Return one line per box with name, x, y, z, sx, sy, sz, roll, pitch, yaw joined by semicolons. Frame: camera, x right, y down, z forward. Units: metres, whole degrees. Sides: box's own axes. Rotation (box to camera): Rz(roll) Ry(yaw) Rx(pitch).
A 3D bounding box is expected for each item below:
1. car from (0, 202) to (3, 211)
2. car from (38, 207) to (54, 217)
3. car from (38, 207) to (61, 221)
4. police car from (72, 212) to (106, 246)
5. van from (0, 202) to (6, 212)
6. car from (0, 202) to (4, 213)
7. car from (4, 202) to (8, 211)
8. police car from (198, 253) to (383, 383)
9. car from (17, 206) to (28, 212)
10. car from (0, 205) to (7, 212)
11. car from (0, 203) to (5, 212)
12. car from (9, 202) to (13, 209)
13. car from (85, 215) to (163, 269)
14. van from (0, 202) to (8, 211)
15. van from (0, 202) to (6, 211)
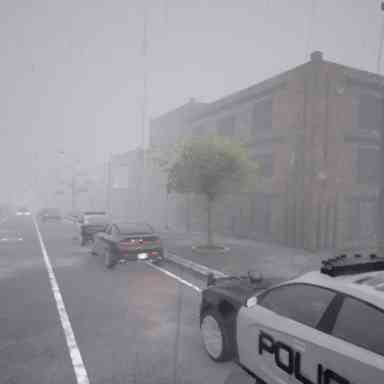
car;-34.348;2.837;54.805;4.553;1.767;2.185;1;-2;-26
car;-21.511;2.885;48.817;1.994;1.385;4.181;1;-2;-26
car;-16.003;2.541;37.731;2.033;1.411;5.357;1;-2;-26
police car;-5.313;1.888;18.091;1.930;1.638;5.238;1;-2;-26
van;-43.163;3.264;72.333;4.442;1.987;1.878;1;-2;-26
car;-35.589;2.913;57.318;4.553;1.767;2.185;1;-2;-26
car;-36.831;2.863;59.834;5.566;2.045;2.435;1;-2;-26
police car;1.759;1.524;3.711;1.930;1.638;5.238;1;-2;-26
car;-34.503;3.485;67.862;1.895;1.301;4.718;1;-2;-26
car;-41.812;3.417;69.868;4.892;1.521;2.231;1;-2;-26
car;-40.606;3.214;67.342;4.553;1.767;2.185;1;-2;-26
car;-45.514;3.392;77.424;5.566;2.045;2.435;1;-2;-26
car;-2.613;1.823;12.599;1.837;1.490;4.892;1;-2;-26
van;-46.883;3.491;79.870;4.442;1.987;1.878;1;-2;-26
van;-44.403;3.340;74.846;4.442;1.987;1.878;1;-2;-26
